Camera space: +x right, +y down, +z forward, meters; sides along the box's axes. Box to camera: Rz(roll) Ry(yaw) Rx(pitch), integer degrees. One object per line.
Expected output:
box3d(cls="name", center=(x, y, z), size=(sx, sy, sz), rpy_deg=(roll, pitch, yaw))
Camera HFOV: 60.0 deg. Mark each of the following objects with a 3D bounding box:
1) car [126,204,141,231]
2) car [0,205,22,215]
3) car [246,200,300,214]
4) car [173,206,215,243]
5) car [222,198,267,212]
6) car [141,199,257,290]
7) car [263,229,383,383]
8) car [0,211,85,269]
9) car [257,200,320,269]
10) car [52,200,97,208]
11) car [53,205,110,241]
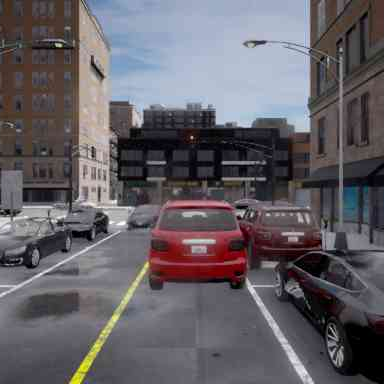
box3d(cls="car", center=(-2.747, 1.505, 20.535), size=(1.837, 1.490, 4.892), rpy_deg=(-1, 0, 2))
box3d(cls="car", center=(-17.512, 1.524, 28.959), size=(4.718, 1.301, 1.895), rpy_deg=(0, 0, 0))
box3d(cls="car", center=(8.659, 1.599, 35.780), size=(5.357, 1.411, 2.033), rpy_deg=(0, 0, 0))
box3d(cls="car", center=(0.092, 1.526, 16.972), size=(1.812, 1.442, 4.674), rpy_deg=(0, 0, 0))
box3d(cls="car", center=(6.093, 1.530, 39.017), size=(4.902, 1.511, 2.128), rpy_deg=(0, 0, 0))
box3d(cls="car", center=(0.080, 1.222, 9.213), size=(2.150, 2.045, 5.566), rpy_deg=(0, 0, -1))
box3d(cls="car", center=(2.636, 1.566, 5.392), size=(1.947, 1.339, 4.313), rpy_deg=(0, 0, 0))
box3d(cls="car", center=(-5.388, 1.551, 11.055), size=(2.008, 1.369, 4.403), rpy_deg=(0, 0, 0))
box3d(cls="car", center=(2.637, 1.315, 11.054), size=(2.192, 1.841, 5.009), rpy_deg=(0, 0, 0))
box3d(cls="car", center=(-13.751, 1.543, 38.932), size=(4.718, 1.301, 1.895), rpy_deg=(0, 0, 0))
box3d(cls="car", center=(-5.387, 1.566, 16.717), size=(1.947, 1.339, 4.313), rpy_deg=(0, 0, 0))
